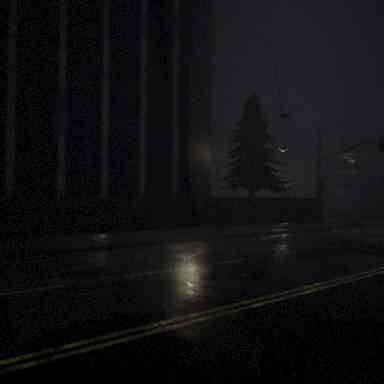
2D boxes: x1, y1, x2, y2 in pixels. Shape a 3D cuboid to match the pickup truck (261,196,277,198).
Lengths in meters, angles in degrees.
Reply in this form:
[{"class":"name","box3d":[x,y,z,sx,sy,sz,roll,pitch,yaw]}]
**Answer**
[{"class":"pickup truck","box3d":[17.390,1.859,74.018,2.390,2.098,6.274,1,0,-6]}]
